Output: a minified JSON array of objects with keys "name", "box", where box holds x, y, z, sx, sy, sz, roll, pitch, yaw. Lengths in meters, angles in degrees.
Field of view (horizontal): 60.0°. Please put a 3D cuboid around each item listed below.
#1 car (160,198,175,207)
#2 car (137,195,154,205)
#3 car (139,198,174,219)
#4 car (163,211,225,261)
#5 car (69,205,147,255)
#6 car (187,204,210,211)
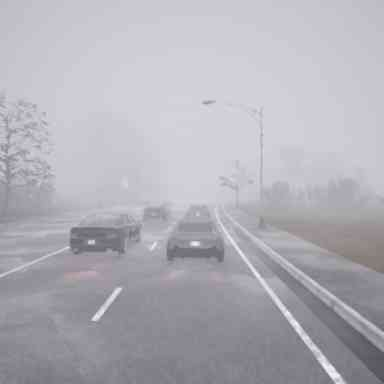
[{"name":"car","box":[-4.332,1.809,59.029,1.994,1.385,4.181,0,0,6]},{"name":"car","box":[-7.931,1.463,58.317,2.150,2.045,5.566,0,0,6]},{"name":"car","box":[-2.902,1.597,28.621,1.882,1.535,5.008,0,0,3]},{"name":"car","box":[0.151,1.618,12.550,1.994,1.385,4.181,0,0,1]},{"name":"car","box":[-3.323,1.534,13.675,1.882,1.535,5.008,0,0,1]},{"name":"car","box":[0.543,1.680,27.372,1.994,1.385,4.181,0,0,3]}]
